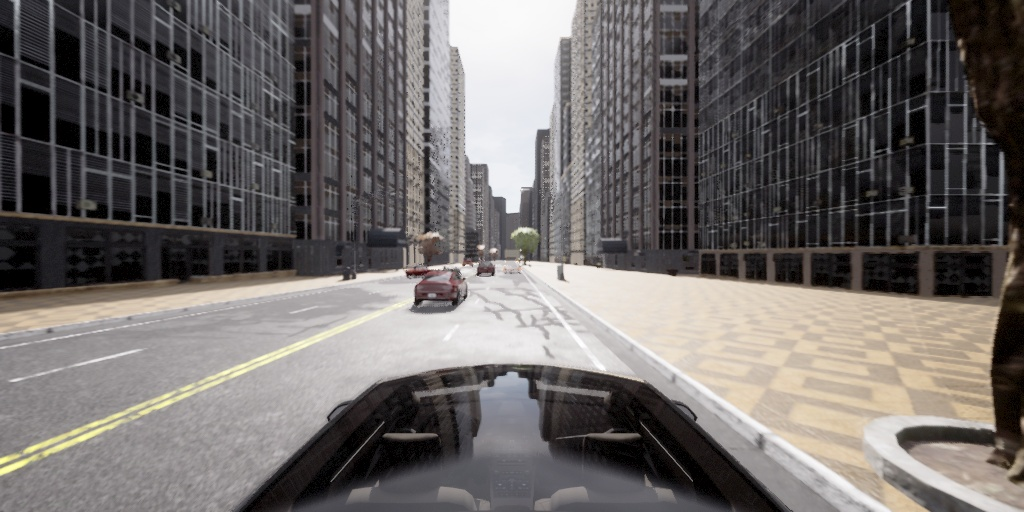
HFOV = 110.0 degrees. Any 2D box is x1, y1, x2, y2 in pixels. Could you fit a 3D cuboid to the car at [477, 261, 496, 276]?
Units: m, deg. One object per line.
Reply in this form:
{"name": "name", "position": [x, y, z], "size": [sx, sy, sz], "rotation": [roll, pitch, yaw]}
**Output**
{"name": "car", "position": [-3.155, 1.484, 44.986], "size": [2.097, 1.767, 4.553], "rotation": [0, -1, 0]}

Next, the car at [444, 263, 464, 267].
{"name": "car", "position": [-6.591, 1.668, 37.706], "size": [1.895, 1.301, 4.718], "rotation": [0, -1, 0]}

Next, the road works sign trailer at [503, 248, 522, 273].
{"name": "road works sign trailer", "position": [0.012, 0.659, 52.143], "size": [2.380, 3.560, 2.880], "rotation": [0, 0, 1]}

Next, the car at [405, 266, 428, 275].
{"name": "car", "position": [-9.841, 1.671, 38.107], "size": [1.895, 1.301, 4.718], "rotation": [0, -1, 0]}

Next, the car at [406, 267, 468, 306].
{"name": "car", "position": [-3.149, 1.405, 16.420], "size": [1.812, 1.442, 4.674], "rotation": [0, 0, 0]}
